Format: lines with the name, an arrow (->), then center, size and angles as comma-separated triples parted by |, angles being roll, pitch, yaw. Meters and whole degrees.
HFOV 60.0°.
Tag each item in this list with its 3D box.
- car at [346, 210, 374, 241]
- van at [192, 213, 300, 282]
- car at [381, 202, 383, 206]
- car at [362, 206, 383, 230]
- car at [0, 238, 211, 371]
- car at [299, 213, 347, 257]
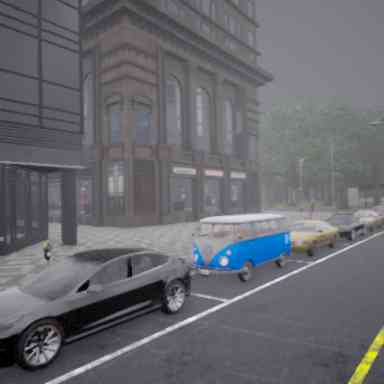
car -> 8.568, 1.898, 18.828 | 1.947, 1.339, 4.313 | -3, -2, 39
van -> 1.666, 1.603, 10.427 | 1.690, 1.788, 3.998 | -3, -2, 39
car -> 15.462, 1.844, 27.239 | 1.967, 1.590, 4.097 | -3, -2, 39
car -> 11.908, 1.892, 22.902 | 1.752, 1.417, 4.829 | -3, -2, 39
car -> -1.777, 1.793, 6.216 | 1.947, 1.339, 4.313 | -3, -2, 39
car -> 5.011, 1.821, 14.494 | 1.752, 1.417, 4.829 | -3, -2, 39
